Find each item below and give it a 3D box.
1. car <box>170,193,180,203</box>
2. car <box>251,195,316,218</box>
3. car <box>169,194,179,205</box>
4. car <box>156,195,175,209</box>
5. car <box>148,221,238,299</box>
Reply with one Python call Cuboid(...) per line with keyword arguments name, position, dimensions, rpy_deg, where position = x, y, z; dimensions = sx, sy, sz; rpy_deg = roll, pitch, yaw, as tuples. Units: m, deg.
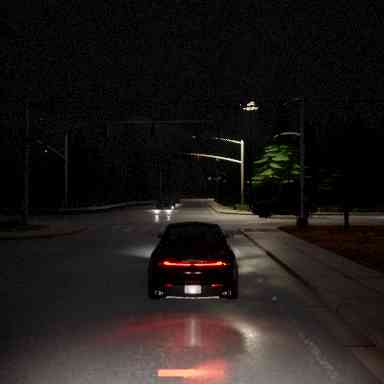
Cuboid(name="car", position=(-3.560, 1.221, 65.434), dimensions=(2.150, 2.045, 5.566), rpy_deg=(0, 0, 1))
Cuboid(name="car", position=(8.153, 1.248, 29.683), dimensions=(5.566, 2.045, 2.150), rpy_deg=(0, 0, 1))
Cuboid(name="car", position=(-3.686, 1.547, 54.802), dimensions=(2.033, 1.411, 5.357), rpy_deg=(0, 0, 0))
Cuboid(name="car", position=(-3.683, 1.505, 44.355), dimensions=(1.837, 1.490, 4.892), rpy_deg=(0, 0, 0))
Cuboid(name="car", position=(0.031, 1.501, 8.416), dimensions=(1.837, 1.490, 4.892), rpy_deg=(0, 0, 0))
